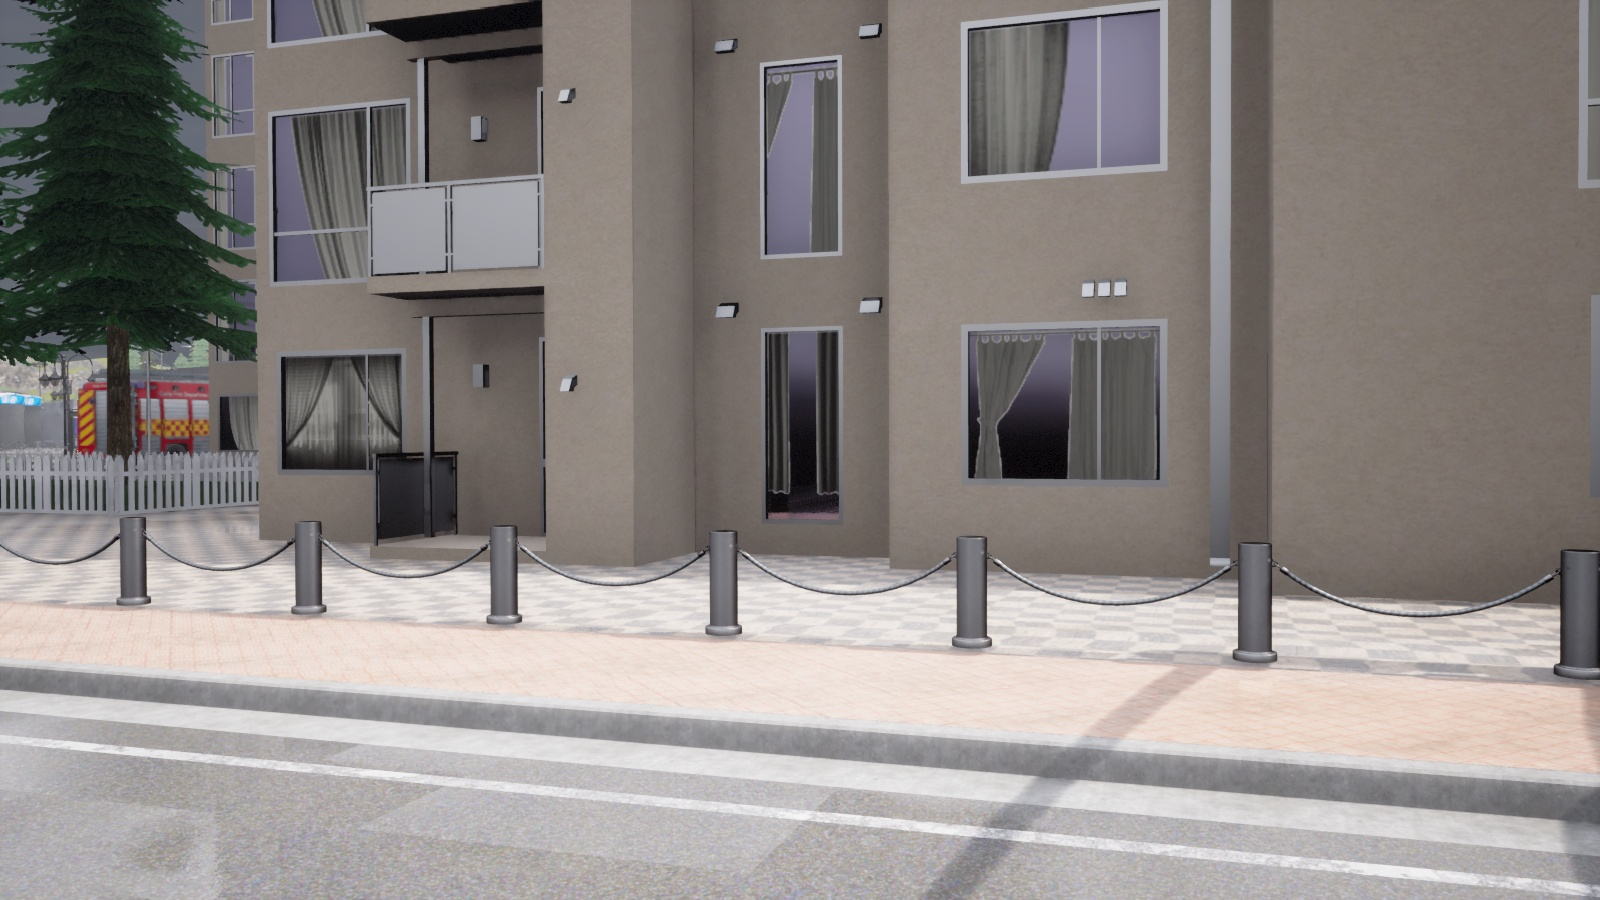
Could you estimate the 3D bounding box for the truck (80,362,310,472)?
[{"bbox_3d":[-22.967,-1.214,48.344,2.891,3.827,8.468,1,1,18],"label":"truck"}]
